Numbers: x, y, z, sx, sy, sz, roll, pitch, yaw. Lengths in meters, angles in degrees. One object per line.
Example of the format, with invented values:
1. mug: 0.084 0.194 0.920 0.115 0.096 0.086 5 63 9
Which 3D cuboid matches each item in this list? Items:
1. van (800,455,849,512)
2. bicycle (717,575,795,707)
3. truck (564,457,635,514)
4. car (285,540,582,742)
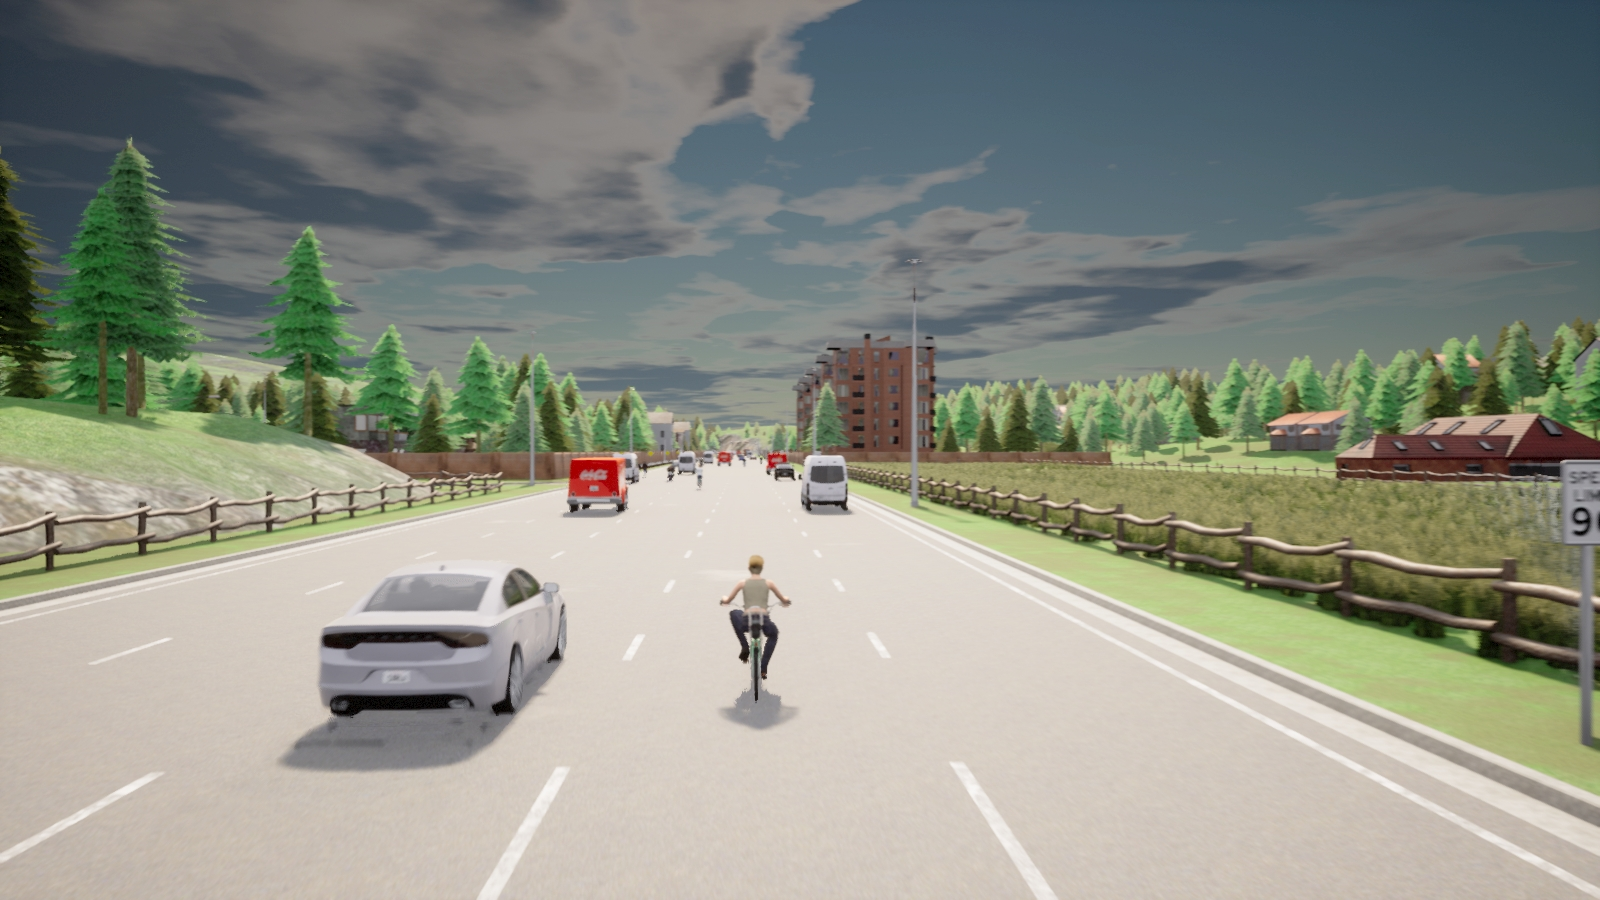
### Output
1. van: 1.121 1.555 55.481 1.988 2.561 5.915 0 0 -3
2. bicycle: -0.511 2.163 13.228 0.859 1.276 1.487 0 0 -2
3. truck: -9.307 1.595 53.494 2.627 2.467 5.204 0 0 -3
4. car: -4.015 2.042 13.552 2.097 1.535 5.006 0 0 -2
